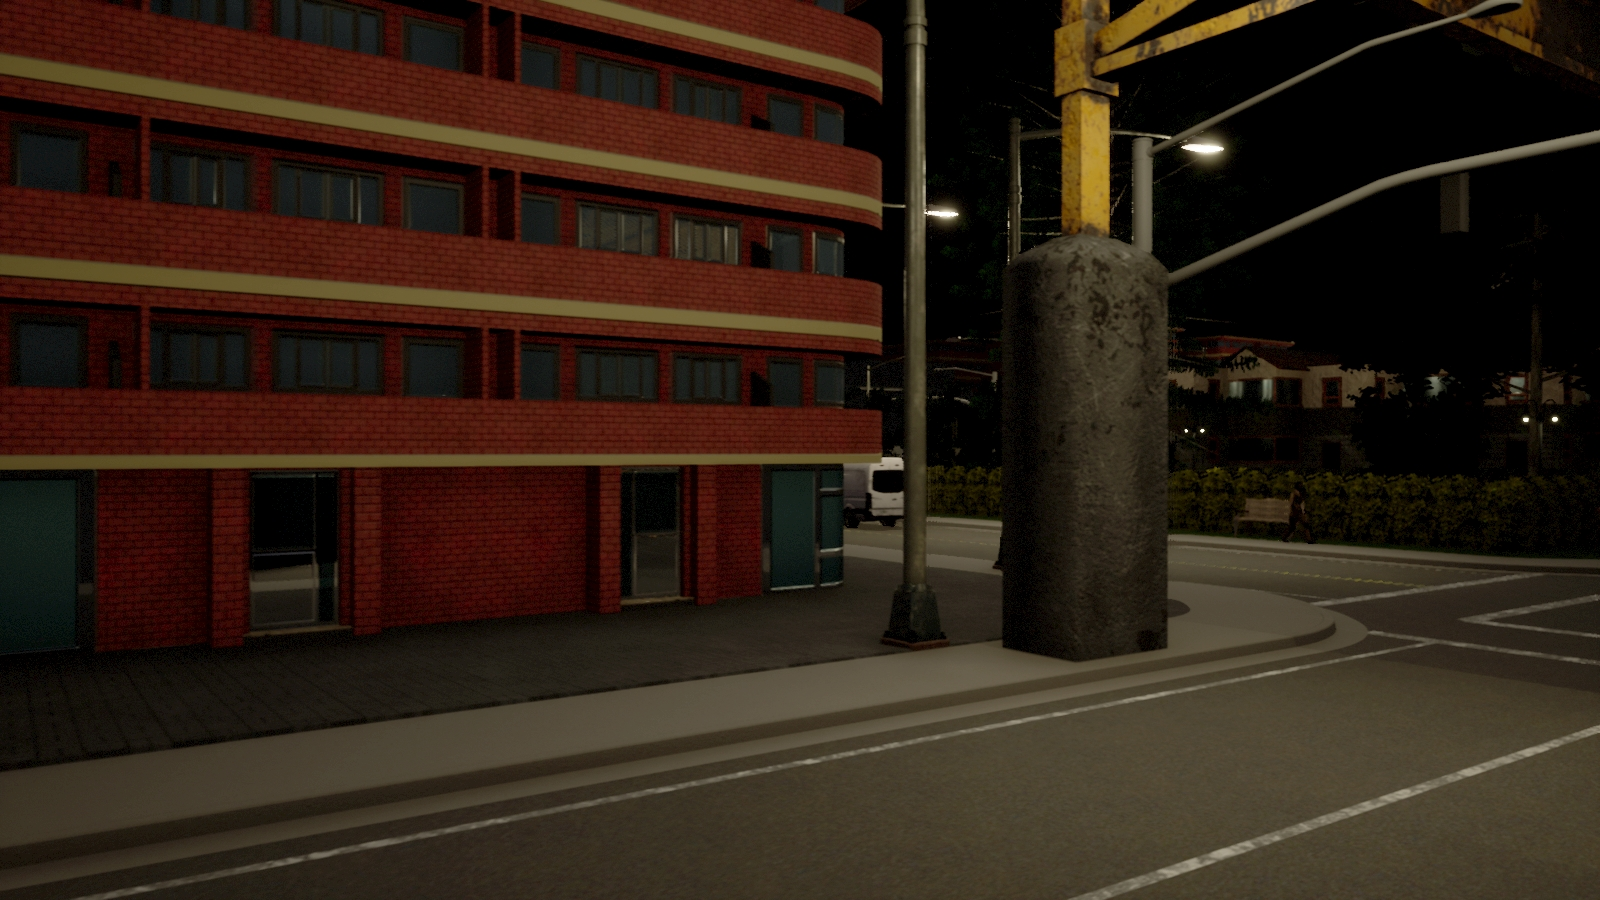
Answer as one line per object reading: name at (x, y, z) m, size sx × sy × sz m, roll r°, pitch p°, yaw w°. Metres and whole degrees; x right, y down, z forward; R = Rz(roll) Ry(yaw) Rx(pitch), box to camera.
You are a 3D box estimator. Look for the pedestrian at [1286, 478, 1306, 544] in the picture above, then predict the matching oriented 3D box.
pedestrian at (14.088, 1.718, 32.450) m, size 0.375 × 1.860 × 0.375 m, roll 0°, pitch 0°, yaw -33°
